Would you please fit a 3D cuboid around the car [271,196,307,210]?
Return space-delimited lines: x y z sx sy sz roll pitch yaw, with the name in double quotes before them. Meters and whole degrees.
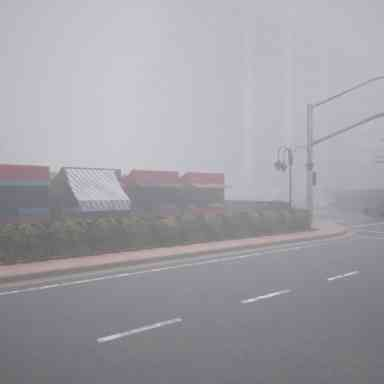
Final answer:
"car" 7.983 1.422 28.878 1.882 1.535 5.008 0 0 -36

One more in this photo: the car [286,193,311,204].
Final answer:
"car" 18.964 1.114 59.095 1.905 1.878 3.866 0 0 -36

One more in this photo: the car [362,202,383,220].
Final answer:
"car" 15.597 1.460 25.104 2.128 1.511 4.902 0 1 -43

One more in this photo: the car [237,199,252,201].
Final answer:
"car" 6.163 1.470 37.366 1.812 1.442 4.674 0 0 -36

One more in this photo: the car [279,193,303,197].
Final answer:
"car" 16.573 1.114 57.383 1.905 1.878 3.866 0 0 -36

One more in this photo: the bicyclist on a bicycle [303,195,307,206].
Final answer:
"bicyclist on a bicycle" 15.497 1.245 44.900 1.656 1.620 0.582 0 0 -36
